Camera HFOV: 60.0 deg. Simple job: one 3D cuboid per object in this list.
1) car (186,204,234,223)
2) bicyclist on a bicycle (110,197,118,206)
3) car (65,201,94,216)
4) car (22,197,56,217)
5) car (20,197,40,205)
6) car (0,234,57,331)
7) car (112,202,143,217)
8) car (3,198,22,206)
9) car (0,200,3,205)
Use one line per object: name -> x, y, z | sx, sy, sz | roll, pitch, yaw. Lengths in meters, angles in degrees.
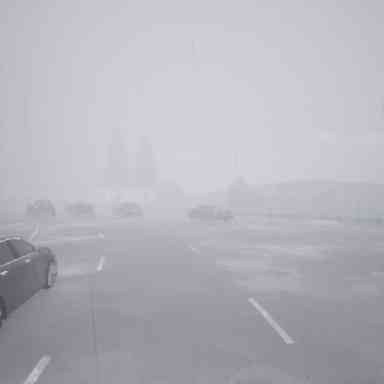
car -> 1.305, 1.639, 26.591 | 2.033, 1.411, 5.357 | 0, 0, -24
bicyclist on a bicycle -> -12.612, 1.576, 54.224 | 0.582, 1.620, 1.656 | 1, -21, 42
car -> -12.111, 1.654, 35.525 | 1.882, 1.535, 5.008 | 0, 0, -36
car -> -15.717, 1.538, 34.439 | 2.097, 1.767, 4.553 | 0, 0, -36
car -> -30.958, 1.710, 63.493 | 4.181, 1.385, 1.994 | 0, 0, 41
car -> -4.045, 1.545, 6.295 | 1.837, 1.490, 4.892 | 0, 0, -7
car -> -6.641, 1.713, 33.777 | 1.994, 1.385, 4.181 | 0, 0, -33
car -> -33.263, 1.712, 60.860 | 5.357, 1.411, 2.033 | 0, 0, 41
car -> -35.568, 1.821, 58.226 | 5.008, 1.535, 1.882 | 0, 0, 41
